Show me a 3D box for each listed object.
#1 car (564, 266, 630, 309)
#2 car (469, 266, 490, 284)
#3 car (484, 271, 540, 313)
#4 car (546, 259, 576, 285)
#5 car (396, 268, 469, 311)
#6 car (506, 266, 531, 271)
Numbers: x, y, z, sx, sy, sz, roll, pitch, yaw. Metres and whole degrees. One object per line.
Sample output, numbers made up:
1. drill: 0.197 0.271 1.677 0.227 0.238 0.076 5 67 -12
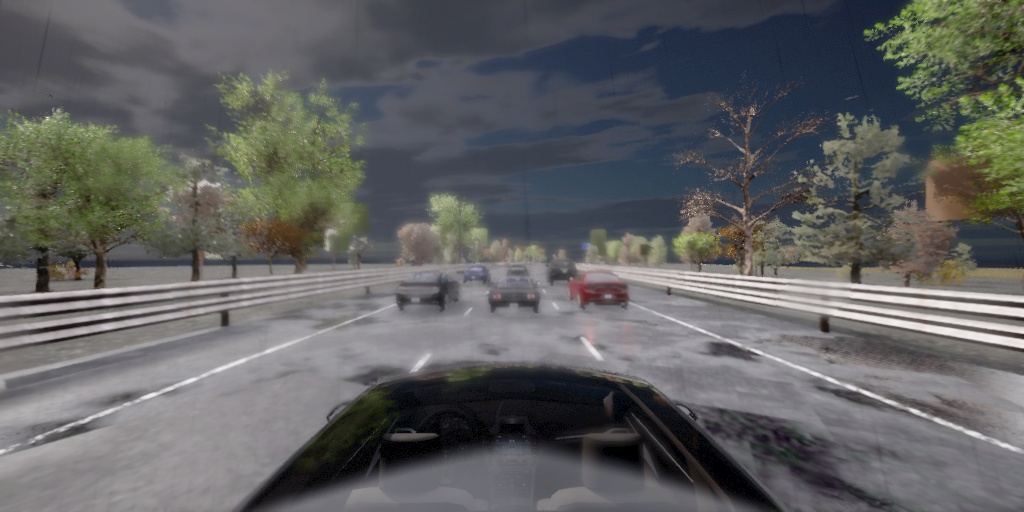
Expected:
1. car: 3.655 1.369 15.811 1.882 1.535 5.008 0 0 2
2. car: -2.935 1.559 30.534 1.812 1.442 4.674 1 -1 3
3. car: 0.125 1.484 14.873 1.895 1.301 4.718 0 -1 1
4. car: 3.985 1.252 28.981 2.150 2.045 5.566 0 0 2
5. car: -3.368 1.380 15.187 2.128 1.511 4.902 0 0 1
6. car: 0.533 1.545 30.007 1.837 1.490 4.892 0 0 3
